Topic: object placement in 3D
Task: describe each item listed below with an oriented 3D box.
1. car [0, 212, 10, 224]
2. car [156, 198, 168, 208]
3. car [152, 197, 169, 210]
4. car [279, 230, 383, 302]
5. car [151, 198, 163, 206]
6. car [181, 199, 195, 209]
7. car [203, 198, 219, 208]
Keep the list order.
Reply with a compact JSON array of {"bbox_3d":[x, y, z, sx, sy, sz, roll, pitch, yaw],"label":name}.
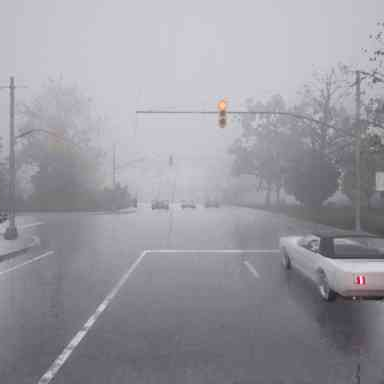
[{"bbox_3d":[-15.294,1.673,23.066,4.718,1.301,1.895,-1,0,-4],"label":"car"},{"bbox_3d":[-4.843,1.721,53.213,1.837,1.490,4.892,0,-1,-7],"label":"car"},{"bbox_3d":[-4.059,1.425,43.105,2.097,1.767,4.553,0,-1,-3],"label":"car"},{"bbox_3d":[3.596,1.601,8.196,1.895,1.301,4.718,0,0,0],"label":"car"},{"bbox_3d":[-7.128,2.016,67.982,1.882,1.535,5.008,0,-1,-12],"label":"car"},{"bbox_3d":[-0.653,1.736,48.532,1.895,1.301,4.718,0,-1,-4],"label":"car"},{"bbox_3d":[2.774,1.634,49.326,2.128,1.511,4.902,0,-1,-4],"label":"car"}]
